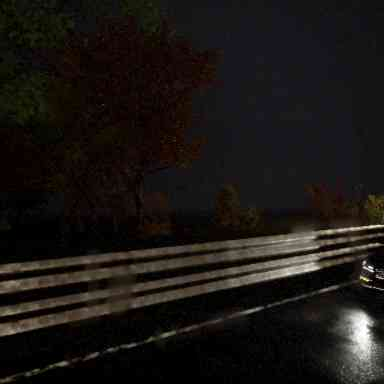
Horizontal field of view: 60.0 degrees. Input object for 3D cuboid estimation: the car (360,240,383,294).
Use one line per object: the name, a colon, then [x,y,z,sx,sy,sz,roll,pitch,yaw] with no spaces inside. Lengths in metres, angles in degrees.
car: [5.923,1.568,7.909,4.892,1.490,1.837,1,0,-35]
